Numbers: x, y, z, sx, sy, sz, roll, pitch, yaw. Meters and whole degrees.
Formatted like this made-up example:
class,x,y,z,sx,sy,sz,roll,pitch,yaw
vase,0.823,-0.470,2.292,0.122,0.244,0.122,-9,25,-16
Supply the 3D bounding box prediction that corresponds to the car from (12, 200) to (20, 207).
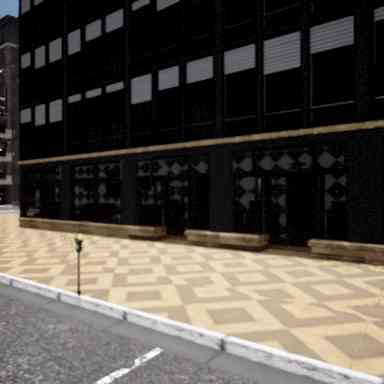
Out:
class,x,y,z,sx,sy,sz,roll,pitch,yaw
car,-23.754,1.418,48.023,1.802,1.307,4.206,1,2,35
